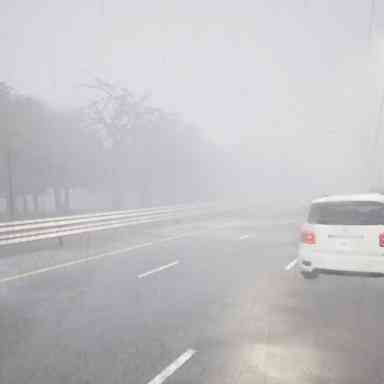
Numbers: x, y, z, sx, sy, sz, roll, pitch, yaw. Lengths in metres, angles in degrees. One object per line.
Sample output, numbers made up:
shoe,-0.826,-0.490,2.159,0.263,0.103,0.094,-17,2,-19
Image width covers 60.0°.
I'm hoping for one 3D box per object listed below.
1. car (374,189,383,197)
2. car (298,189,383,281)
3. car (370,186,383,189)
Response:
car,38.279,0.189,67.733,1.994,1.385,4.181,-2,0,30
car,4.428,1.068,9.010,2.150,2.045,5.566,-2,0,30
car,23.744,0.378,42.530,2.150,2.045,5.566,-2,0,30
